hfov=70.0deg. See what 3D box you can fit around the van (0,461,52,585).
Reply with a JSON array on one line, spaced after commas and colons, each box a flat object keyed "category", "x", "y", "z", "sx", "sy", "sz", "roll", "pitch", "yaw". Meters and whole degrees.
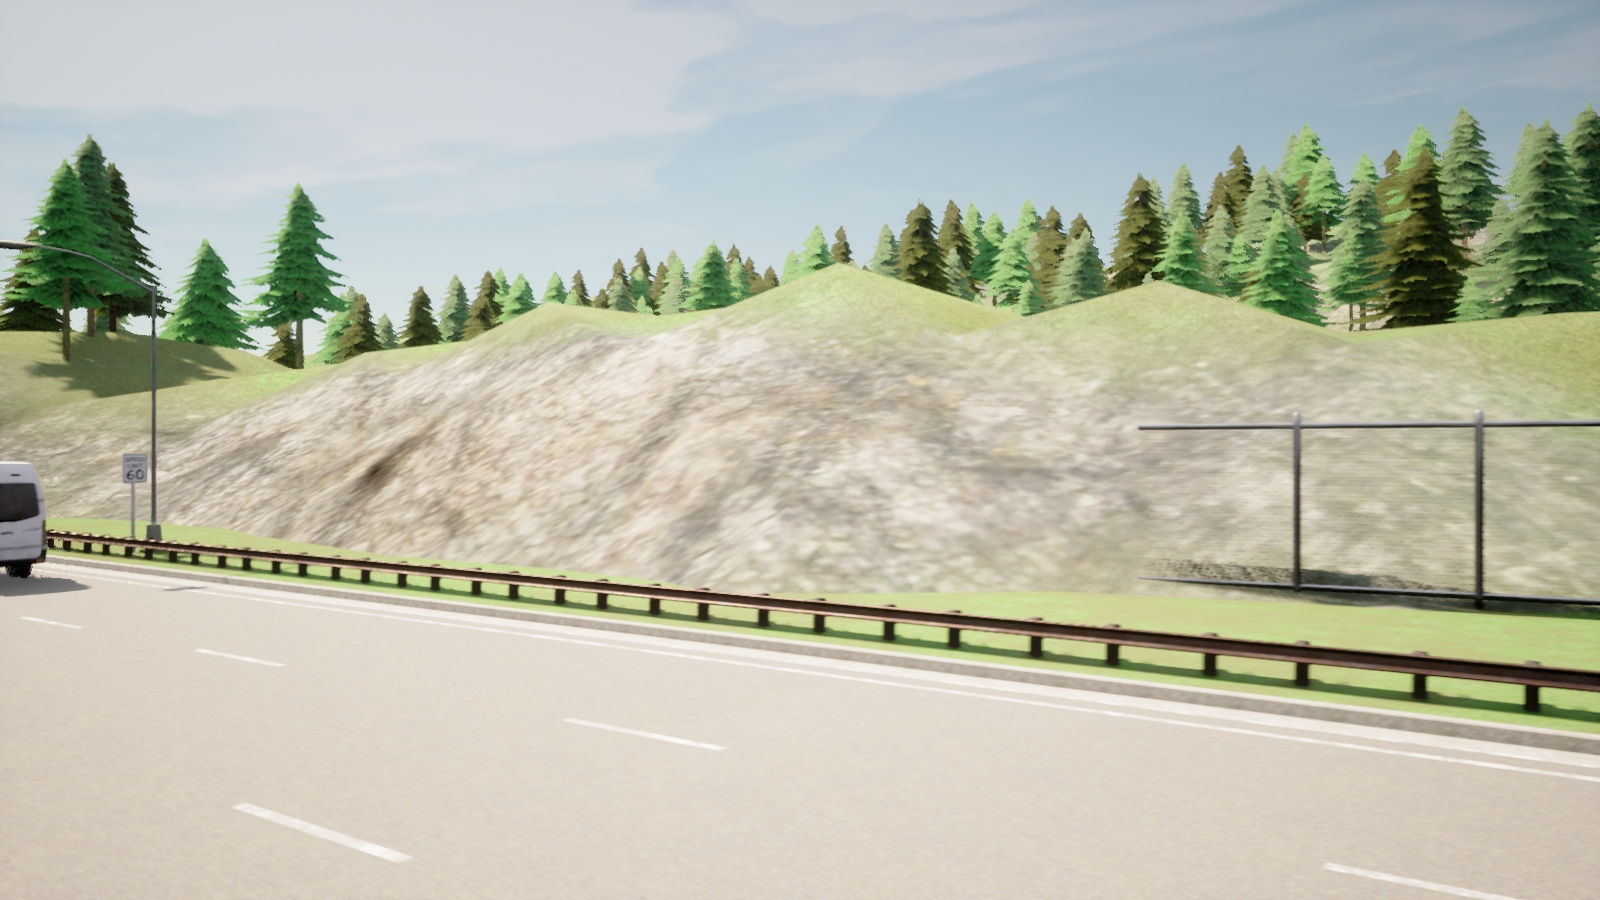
[{"category": "van", "x": -19.105, "y": 1.536, "z": 25.435, "sx": 5.915, "sy": 2.561, "sz": 1.988, "roll": 0, "pitch": 0, "yaw": 34}]
